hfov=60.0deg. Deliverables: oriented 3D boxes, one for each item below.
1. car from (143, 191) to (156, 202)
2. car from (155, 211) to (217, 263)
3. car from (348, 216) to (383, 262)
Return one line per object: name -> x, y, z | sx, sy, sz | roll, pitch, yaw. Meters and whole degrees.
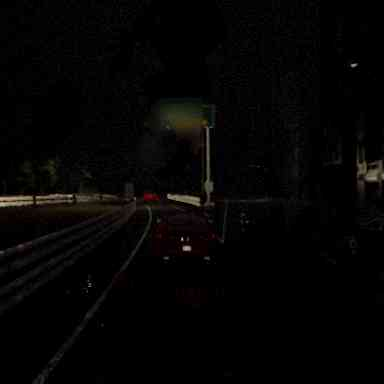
car -> -8.018, 0.866, 63.342 | 2.150, 2.045, 5.566 | -1, 0, -10
car -> -0.261, 1.421, 11.832 | 1.882, 1.535, 5.008 | 1, 0, -3
car -> 6.216, 1.426, 9.763 | 2.128, 1.511, 4.902 | 0, 0, 6
